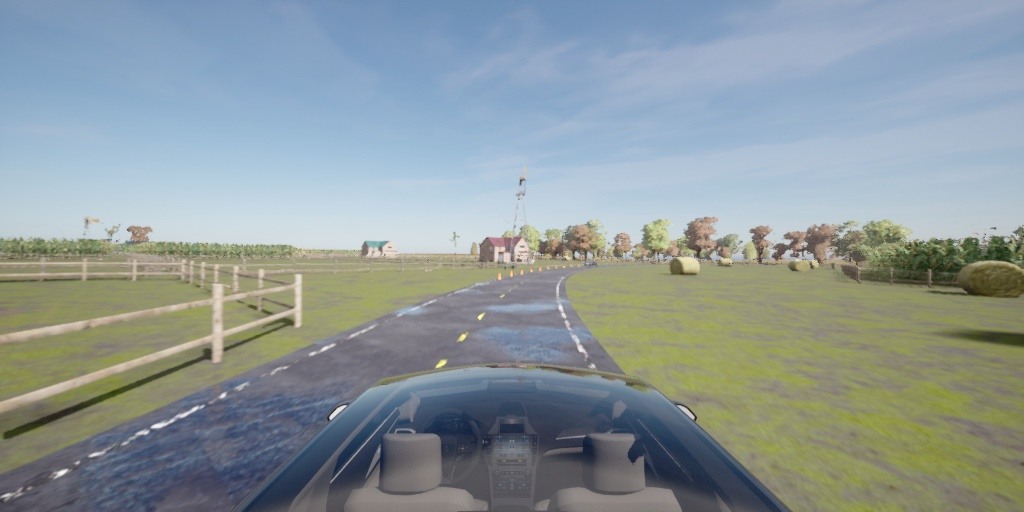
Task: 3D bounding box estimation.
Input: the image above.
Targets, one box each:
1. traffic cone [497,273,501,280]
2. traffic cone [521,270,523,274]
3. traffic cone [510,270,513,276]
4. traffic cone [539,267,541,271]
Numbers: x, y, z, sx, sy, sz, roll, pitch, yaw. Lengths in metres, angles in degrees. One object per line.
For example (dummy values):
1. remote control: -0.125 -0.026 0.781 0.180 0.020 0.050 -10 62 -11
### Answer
1. traffic cone: -1.076 1.733 30.885 0.340 0.580 0.340 0 0 11
2. traffic cone: 1.139 1.761 40.796 0.340 0.580 0.340 0 0 14
3. traffic cone: -0.047 1.746 35.858 0.340 0.580 0.340 0 0 13
4. traffic cone: 3.982 1.793 50.547 0.340 0.580 0.340 0 0 18
